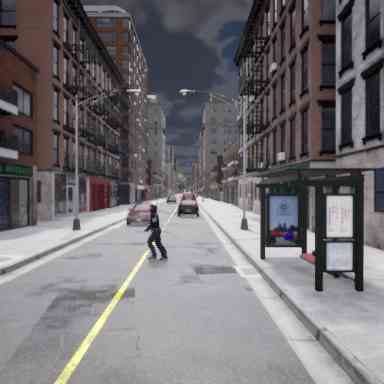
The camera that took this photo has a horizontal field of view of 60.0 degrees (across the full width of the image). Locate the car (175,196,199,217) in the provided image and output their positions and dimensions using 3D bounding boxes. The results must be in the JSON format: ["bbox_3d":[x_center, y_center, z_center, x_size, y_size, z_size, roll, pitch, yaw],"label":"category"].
[{"bbox_3d":[-0.328,1.465,31.725,1.882,1.535,5.008,0,0,-1],"label":"car"}]

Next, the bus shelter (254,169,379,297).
[{"bbox_3d":[3.020,0.873,9.047,1.920,2.740,3.880,0,0,-1],"label":"bus shelter"}]

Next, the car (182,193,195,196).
[{"bbox_3d":[-0.502,1.200,45.558,2.150,2.045,5.566,0,0,-3],"label":"car"}]

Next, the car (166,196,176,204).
[{"bbox_3d":[-3.888,1.470,63.640,1.837,1.490,4.892,0,0,0],"label":"car"}]

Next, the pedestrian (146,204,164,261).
[{"bbox_3d":[-1.213,1.290,10.816,0.375,1.860,0.375,0,0,-11],"label":"pedestrian"}]

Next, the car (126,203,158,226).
[{"bbox_3d":[-3.407,1.517,23.484,1.812,1.442,4.674,0,0,-1],"label":"car"}]
